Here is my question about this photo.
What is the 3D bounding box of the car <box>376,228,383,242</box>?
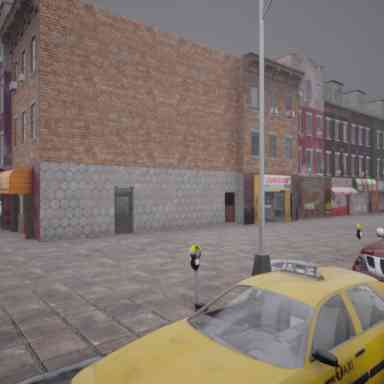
[{"bbox_3d":[5.444,1.315,7.168,5.009,1.841,2.192,0,0,-39],"label":"car"}]

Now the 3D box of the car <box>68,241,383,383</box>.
[{"bbox_3d":[1.054,1.525,3.656,4.829,1.417,1.752,0,0,-39],"label":"car"}]
